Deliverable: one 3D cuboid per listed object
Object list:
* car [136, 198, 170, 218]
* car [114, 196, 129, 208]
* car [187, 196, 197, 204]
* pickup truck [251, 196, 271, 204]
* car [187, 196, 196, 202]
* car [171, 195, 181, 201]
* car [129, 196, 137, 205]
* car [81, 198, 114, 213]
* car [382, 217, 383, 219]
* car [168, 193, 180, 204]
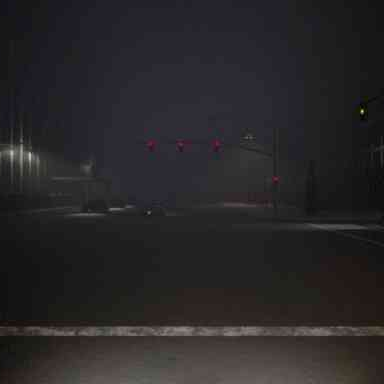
[{"bbox_3d":[-3.493,1.525,30.523,1.812,1.442,4.674,0,0,3],"label":"car"},{"bbox_3d":[-10.666,1.563,47.058,1.994,1.385,4.181,0,0,0],"label":"car"},{"bbox_3d":[-0.005,1.600,63.315,1.895,1.301,4.718,0,0,0],"label":"car"},{"bbox_3d":[13.020,1.058,61.498,2.390,2.098,6.274,0,0,30],"label":"pickup truck"},{"bbox_3d":[-0.125,1.539,76.269,2.033,1.411,5.357,0,0,0],"label":"car"},{"bbox_3d":[-3.625,1.418,76.054,1.895,1.301,4.718,0,0,0],"label":"car"},{"bbox_3d":[-10.664,1.490,57.423,2.128,1.511,4.902,0,0,0],"label":"car"},{"bbox_3d":[-10.648,1.547,37.184,2.033,1.411,5.357,0,0,0],"label":"car"},{"bbox_3d":[15.114,1.601,21.577,4.718,1.301,1.895,0,0,0],"label":"car"},{"bbox_3d":[-3.608,1.221,65.361,2.150,2.045,5.566,0,0,0],"label":"car"}]
